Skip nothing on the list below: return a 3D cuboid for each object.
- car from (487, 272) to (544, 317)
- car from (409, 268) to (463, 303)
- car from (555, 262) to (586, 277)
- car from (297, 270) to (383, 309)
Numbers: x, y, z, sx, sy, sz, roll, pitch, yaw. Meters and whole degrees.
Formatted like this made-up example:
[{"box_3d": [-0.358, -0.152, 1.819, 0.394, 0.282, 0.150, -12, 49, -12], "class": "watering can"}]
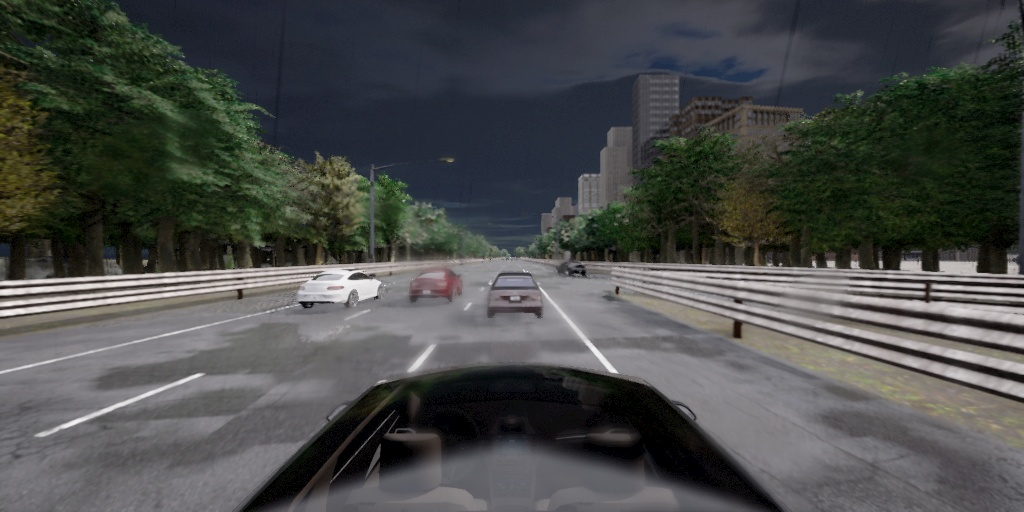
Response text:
[{"box_3d": [0.102, 1.300, 13.058, 2.033, 1.411, 5.357, 0, 0, 0], "class": "car"}, {"box_3d": [-3.414, 1.281, 16.637, 1.812, 1.442, 4.674, 0, 0, 0], "class": "car"}, {"box_3d": [6.040, 1.327, 37.236, 1.837, 1.490, 4.892, -1, 0, -14], "class": "car"}, {"box_3d": [-6.899, 1.279, 14.831, 1.812, 1.442, 4.674, 0, 0, 0], "class": "car"}]
